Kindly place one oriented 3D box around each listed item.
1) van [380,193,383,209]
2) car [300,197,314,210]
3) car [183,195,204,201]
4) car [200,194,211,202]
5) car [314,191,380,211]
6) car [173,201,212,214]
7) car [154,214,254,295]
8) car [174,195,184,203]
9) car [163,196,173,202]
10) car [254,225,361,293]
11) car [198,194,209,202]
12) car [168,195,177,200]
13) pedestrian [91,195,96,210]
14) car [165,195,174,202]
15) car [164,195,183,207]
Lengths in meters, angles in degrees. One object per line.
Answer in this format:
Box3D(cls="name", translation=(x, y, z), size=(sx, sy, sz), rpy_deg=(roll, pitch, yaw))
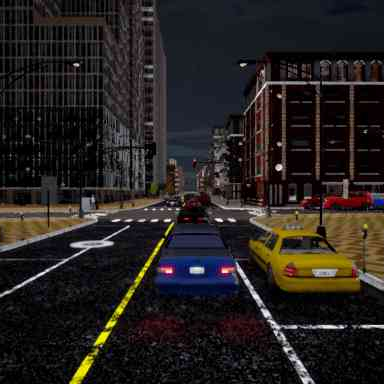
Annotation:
Box3D(cls="van", translation=(20.964, 1.050, 38.986), size=(3.998, 1.788, 1.690), rpy_deg=(-1, 1, -1))
Box3D(cls="car", translation=(15.308, 1.094, 38.925), size=(5.009, 1.841, 2.192), rpy_deg=(-1, 1, -1))
Box3D(cls="car", translation=(0.153, 1.567, 47.048), size=(1.994, 1.385, 4.181), rpy_deg=(0, 0, -2))
Box3D(cls="car", translation=(2.555, 1.318, 63.379), size=(2.192, 1.841, 5.009), rpy_deg=(0, 0, 0))
Box3D(cls="car", translation=(16.913, 0.985, 36.485), size=(5.566, 2.045, 2.150), rpy_deg=(-1, 0, -1))
Box3D(cls="car", translation=(0.081, 1.505, 18.622), size=(1.837, 1.490, 4.892), rpy_deg=(0, 0, 0))
Box3D(cls="car", translation=(0.096, 1.547, 8.881), size=(2.033, 1.411, 5.357), rpy_deg=(0, 0, 0))
Box3D(cls="car", translation=(-2.760, 1.482, 71.334), size=(1.882, 1.535, 5.008), rpy_deg=(0, 0, 0))
Box3D(cls="car", translation=(-5.327, 1.556, 74.564), size=(2.008, 1.369, 4.403), rpy_deg=(0, 0, 0))
Box3D(cls="car", translation=(2.563, 1.525, 8.732), size=(1.752, 1.417, 4.829), rpy_deg=(0, 0, 0))
Box3D(cls="car", translation=(2.553, 1.320, 74.565), size=(2.192, 1.841, 5.009), rpy_deg=(0, 0, 0))
Box3D(cls="car", translation=(-5.329, 1.558, 91.343), size=(2.008, 1.369, 4.403), rpy_deg=(0, 0, 0))
Box3D(cls="pedestrian", translation=(-12.354, 1.270, 41.567), size=(0.375, 1.860, 0.375), rpy_deg=(0, 1, -1))
Box3D(cls="car", translation=(-5.328, 1.550, 80.157), size=(1.887, 1.381, 4.507), rpy_deg=(0, 0, 0))
Box3D(cls="car", translation=(-2.851, 1.494, 51.221), size=(2.128, 1.511, 4.902), rpy_deg=(0, 0, 0))
